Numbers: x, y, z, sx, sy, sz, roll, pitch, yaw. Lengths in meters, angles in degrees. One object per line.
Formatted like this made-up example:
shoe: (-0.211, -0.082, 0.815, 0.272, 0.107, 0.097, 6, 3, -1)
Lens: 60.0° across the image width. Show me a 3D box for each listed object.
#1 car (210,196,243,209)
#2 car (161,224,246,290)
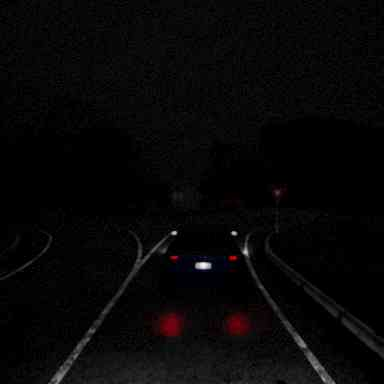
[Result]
car: (4.584, 1.309, 44.806, 4.553, 1.767, 2.097, -1, 1, 44)
car: (0.334, 1.579, 9.223, 1.994, 1.385, 4.181, 0, 0, 2)
